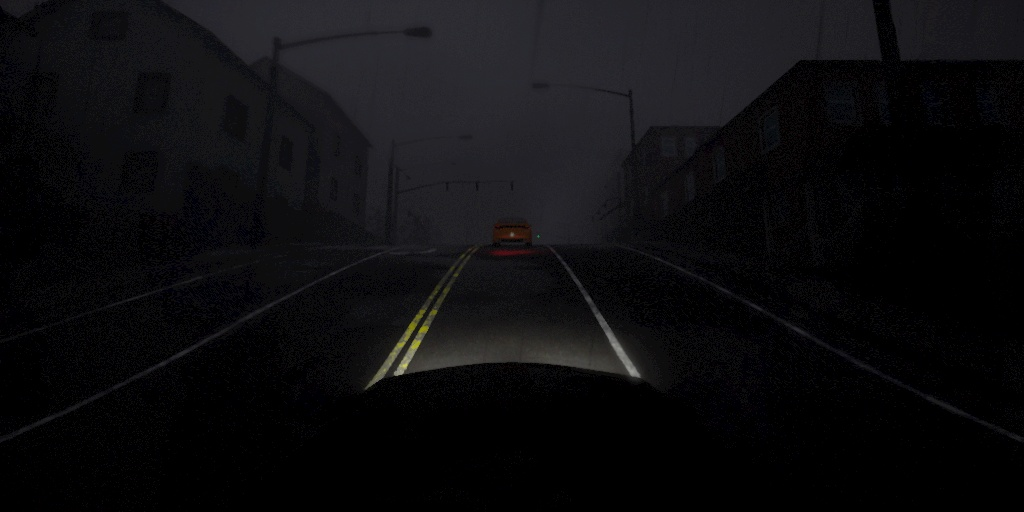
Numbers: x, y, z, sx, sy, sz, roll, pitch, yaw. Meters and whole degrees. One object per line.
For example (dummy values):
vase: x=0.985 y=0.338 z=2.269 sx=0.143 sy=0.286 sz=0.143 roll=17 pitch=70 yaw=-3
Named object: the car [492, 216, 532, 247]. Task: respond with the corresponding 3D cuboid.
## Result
car: x=0.028 y=-1.291 z=18.624 sx=1.882 sy=1.535 sz=5.008 roll=0 pitch=4 yaw=1
